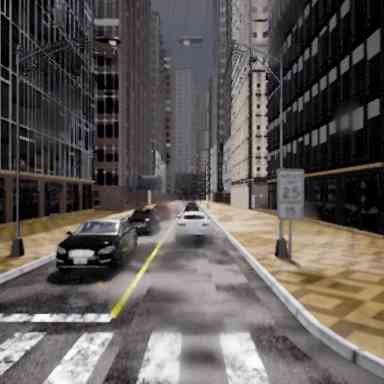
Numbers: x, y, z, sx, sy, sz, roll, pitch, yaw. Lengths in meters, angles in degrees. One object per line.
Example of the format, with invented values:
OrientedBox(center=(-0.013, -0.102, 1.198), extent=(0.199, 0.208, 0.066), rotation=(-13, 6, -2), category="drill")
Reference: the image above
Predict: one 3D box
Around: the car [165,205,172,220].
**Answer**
OrientedBox(center=(-3.085, 1.990, 33.122), extent=(1.812, 1.442, 4.674), rotation=(0, -1, 0), category="car")

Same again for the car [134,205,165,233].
OrientedBox(center=(-3.093, 1.816, 21.982), extent=(1.837, 1.490, 4.892), rotation=(0, -1, 0), category="car")

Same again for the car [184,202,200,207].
OrientedBox(center=(0.015, 2.128, 43.878), extent=(1.837, 1.490, 4.892), rotation=(0, 0, 0), category="car")

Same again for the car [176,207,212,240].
OrientedBox(center=(0.099, 1.795, 18.499), extent=(1.812, 1.442, 4.674), rotation=(0, -1, 0), category="car")

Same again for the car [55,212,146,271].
OrientedBox(center=(-3.087, 1.661, 11.600), extent=(2.128, 1.511, 4.902), rotation=(0, -1, 0), category="car")
